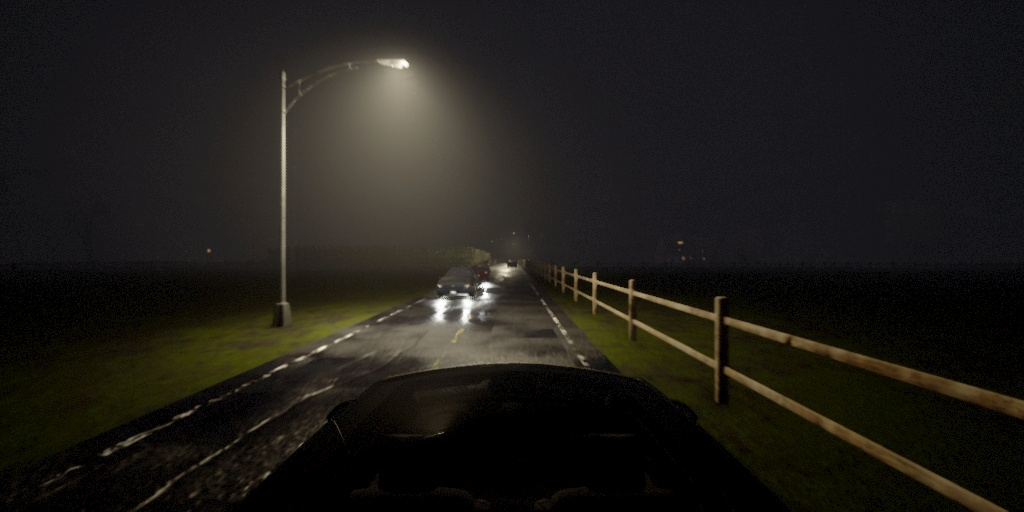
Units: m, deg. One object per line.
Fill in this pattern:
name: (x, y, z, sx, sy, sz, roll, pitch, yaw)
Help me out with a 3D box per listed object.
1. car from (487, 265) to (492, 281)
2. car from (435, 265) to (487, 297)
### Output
car: (-2.769, 1.416, 30.901, 1.895, 1.301, 4.718, 0, 0, 1)
car: (-2.769, 1.333, 19.579, 2.033, 1.411, 5.357, 0, 0, 0)
